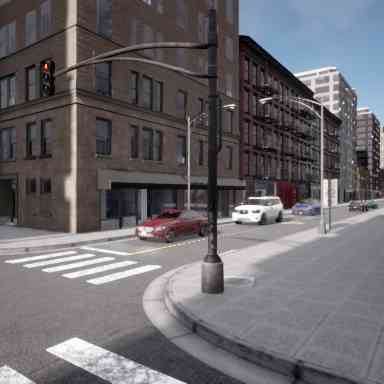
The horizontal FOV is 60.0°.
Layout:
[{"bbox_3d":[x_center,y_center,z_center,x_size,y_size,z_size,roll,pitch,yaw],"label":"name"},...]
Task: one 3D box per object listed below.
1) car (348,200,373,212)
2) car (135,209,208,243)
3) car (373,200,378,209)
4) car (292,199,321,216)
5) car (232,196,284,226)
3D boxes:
[{"bbox_3d":[22.034,1.782,43.955,2.128,1.511,4.902,0,0,36],"label":"car"},{"bbox_3d":[-0.817,1.617,16.910,1.812,1.442,4.674,0,0,36],"label":"car"},{"bbox_3d":[27.785,1.905,52.034,1.994,1.385,4.181,0,0,35],"label":"car"},{"bbox_3d":[12.291,1.573,35.332,2.097,1.767,4.553,0,0,36],"label":"car"},{"bbox_3d":[5.170,1.371,25.354,2.150,2.045,5.566,0,0,35],"label":"car"}]
